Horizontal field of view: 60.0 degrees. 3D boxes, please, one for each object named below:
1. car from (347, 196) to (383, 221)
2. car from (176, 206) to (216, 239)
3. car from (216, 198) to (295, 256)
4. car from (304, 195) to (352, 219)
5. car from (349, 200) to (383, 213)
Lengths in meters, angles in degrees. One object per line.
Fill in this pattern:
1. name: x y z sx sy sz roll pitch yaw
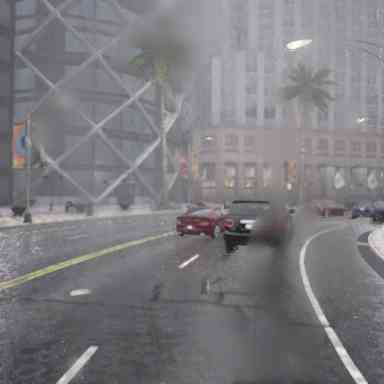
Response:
1. car: 16.019 1.492 28.935 4.553 1.767 2.097 1 0 -32
2. car: 0.932 1.490 17.600 1.882 1.535 5.008 0 0 25
3. car: 2.898 1.249 13.610 2.150 2.045 5.566 0 0 21
4. car: 12.465 1.463 30.810 4.553 1.767 2.097 1 0 -36
5. car: 20.969 1.711 38.873 4.674 1.442 1.812 1 0 -16
